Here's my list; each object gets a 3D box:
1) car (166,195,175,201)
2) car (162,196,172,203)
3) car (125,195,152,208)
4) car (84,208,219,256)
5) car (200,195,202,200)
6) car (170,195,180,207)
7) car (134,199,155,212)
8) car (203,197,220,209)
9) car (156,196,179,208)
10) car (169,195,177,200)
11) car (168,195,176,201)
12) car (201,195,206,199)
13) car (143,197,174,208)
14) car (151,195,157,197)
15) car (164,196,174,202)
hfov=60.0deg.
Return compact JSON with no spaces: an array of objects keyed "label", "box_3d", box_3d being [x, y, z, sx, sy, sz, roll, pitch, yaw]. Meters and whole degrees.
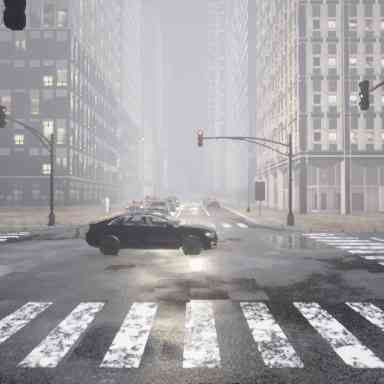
[{"label":"car","box_3d":[-5.358,1.577,83.940,1.887,1.381,4.507,1,0,0]},{"label":"car","box_3d":[-5.400,1.572,72.790,1.887,1.381,4.507,1,0,0]},{"label":"car","box_3d":[-5.546,1.452,33.764,1.967,1.590,4.097,1,0,0]},{"label":"car","box_3d":[-1.495,1.496,12.478,4.902,1.511,2.128,0,0,0]},{"label":"car","box_3d":[2.938,1.589,61.677,1.947,1.339,4.313,1,0,0]},{"label":"car","box_3d":[-2.904,1.371,49.826,2.097,1.767,4.553,0,0,0]},{"label":"car","box_3d":[-5.528,1.596,39.339,1.802,1.307,4.206,1,0,0]},{"label":"car","box_3d":[2.873,1.599,44.944,1.802,1.307,4.206,1,0,0]},{"label":"car","box_3d":[-2.948,1.519,39.752,1.837,1.490,4.892,0,0,0]},{"label":"car","box_3d":[-5.316,1.604,95.090,1.947,1.339,4.313,1,0,0]},{"label":"car","box_3d":[-5.337,1.586,89.515,2.008,1.369,4.403,1,0,0]},{"label":"car","box_3d":[2.918,1.547,56.270,1.752,1.417,4.829,1,0,0]},{"label":"car","box_3d":[-2.985,1.516,30.302,1.837,1.490,4.892,0,0,0]},{"label":"car","box_3d":[-5.501,1.332,44.915,2.192,1.841,5.009,1,0,0]},{"label":"car","box_3d":[-5.379,1.581,78.365,2.008,1.369,4.403,1,0,0]}]
